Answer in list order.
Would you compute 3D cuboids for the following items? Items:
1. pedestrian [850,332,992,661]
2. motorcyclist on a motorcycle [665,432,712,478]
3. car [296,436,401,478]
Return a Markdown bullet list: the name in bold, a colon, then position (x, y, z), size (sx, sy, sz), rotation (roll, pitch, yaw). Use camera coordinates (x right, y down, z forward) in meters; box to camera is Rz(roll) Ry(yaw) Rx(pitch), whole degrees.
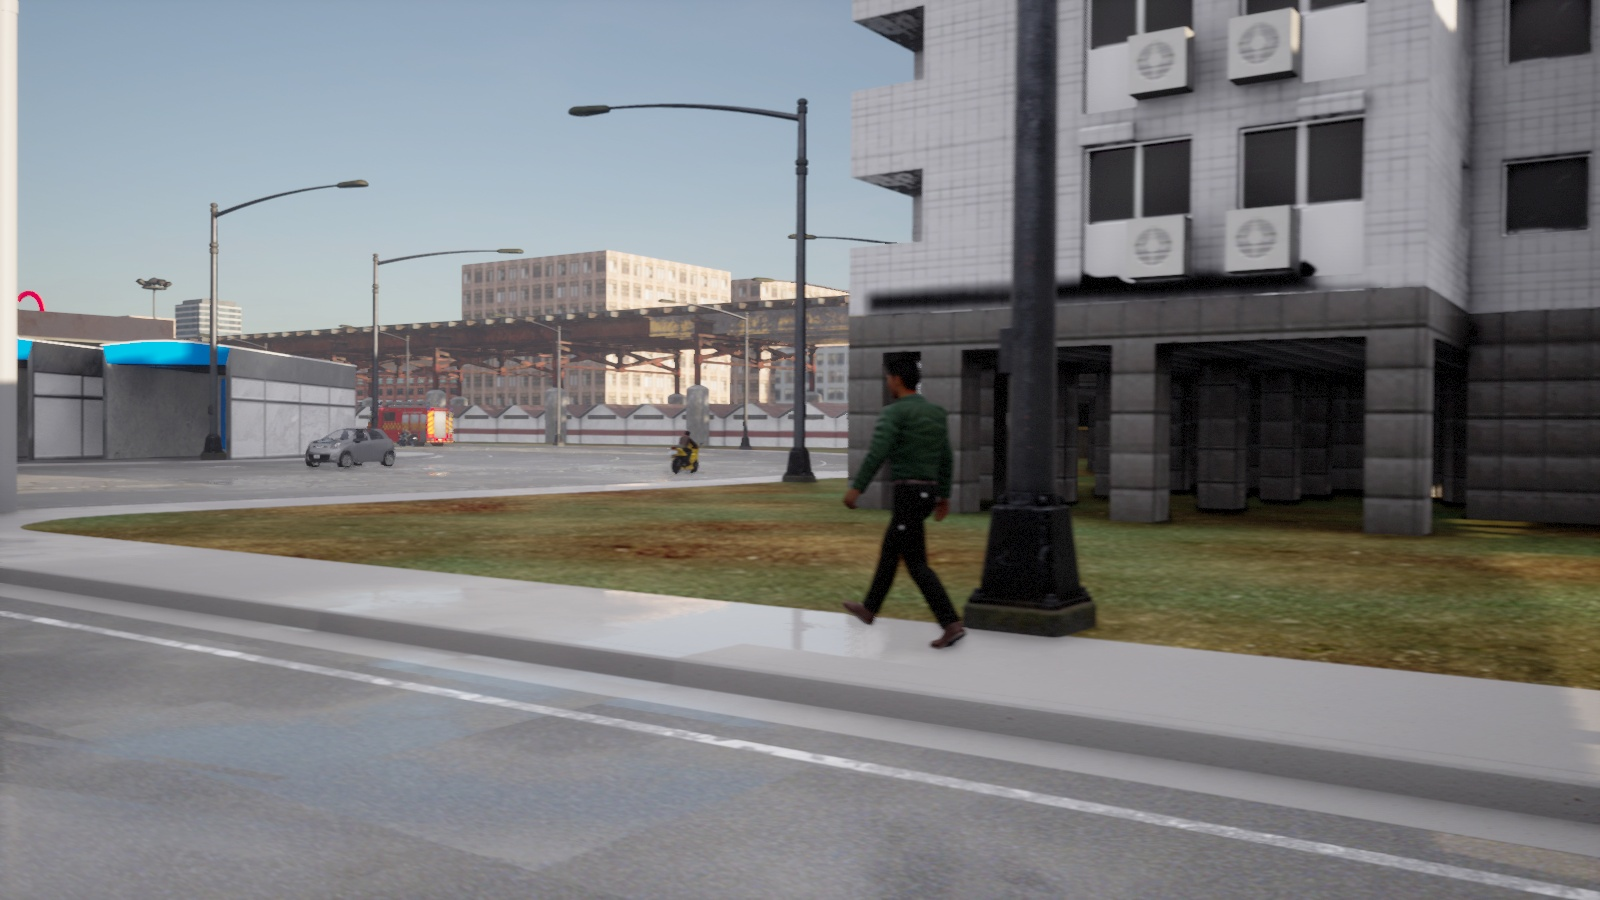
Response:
- **pedestrian**: position (0.752, 0.272, 7.879), size (0.423, 1.949, 0.788), rotation (-1, 1, -44)
- **motorcyclist on a motorcycle**: position (-3.833, 0.156, 43.302), size (0.797, 1.523, 2.044), rotation (-1, 1, 21)
- **car**: position (-17.134, 0.247, 47.803), size (1.845, 1.501, 3.633), rotation (0, 1, 19)
